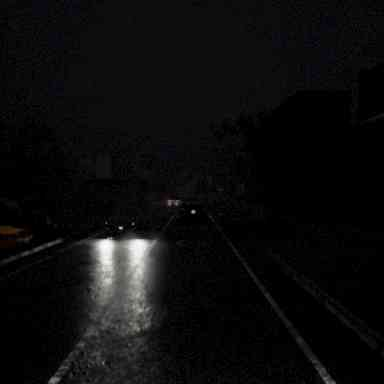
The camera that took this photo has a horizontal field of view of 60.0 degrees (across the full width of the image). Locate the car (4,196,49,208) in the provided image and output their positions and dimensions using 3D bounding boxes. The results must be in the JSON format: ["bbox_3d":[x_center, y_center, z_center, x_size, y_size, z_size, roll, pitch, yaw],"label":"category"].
[{"bbox_3d":[-22.139,1.290,44.753,5.008,1.535,2.097,0,0,0],"label":"car"}]

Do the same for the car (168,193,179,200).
[{"bbox_3d":[-3.318,0.872,60.565,2.033,1.411,5.357,0,-5,1],"label":"car"}]

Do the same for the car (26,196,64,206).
[{"bbox_3d":[-22.173,1.295,50.303,4.792,1.488,2.163,0,0,0],"label":"car"}]

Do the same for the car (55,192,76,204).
[{"bbox_3d":[-21.963,1.250,53.077,5.366,1.575,1.946,0,0,0],"label":"car"}]

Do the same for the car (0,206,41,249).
[{"bbox_3d":[-8.804,1.448,12.314,5.366,1.575,1.946,0,0,0],"label":"car"}]

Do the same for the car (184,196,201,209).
[{"bbox_3d":[0.074,1.315,42.012,2.033,1.411,5.357,0,1,0],"label":"car"}]

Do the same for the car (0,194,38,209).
[{"bbox_3d":[-22.159,1.178,41.977,4.553,1.767,2.185,0,0,0],"label":"car"}]

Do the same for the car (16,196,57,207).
[{"bbox_3d":[-22.132,1.279,47.528,4.892,1.521,2.231,0,0,0],"label":"car"}]

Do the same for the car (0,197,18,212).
[{"bbox_3d":[-22.111,1.330,36.426,5.008,1.535,2.097,0,0,0],"label":"car"}]

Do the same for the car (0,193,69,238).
[{"bbox_3d":[-8.966,1.185,15.116,5.566,2.045,2.435,0,0,0],"label":"car"}]

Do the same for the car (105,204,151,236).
[{"bbox_3d":[-3.360,1.440,18.118,1.837,1.490,4.892,0,0,0],"label":"car"}]

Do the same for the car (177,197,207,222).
[{"bbox_3d":[0.085,1.402,25.382,2.163,1.488,4.792,0,0,0],"label":"car"}]

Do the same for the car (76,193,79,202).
[{"bbox_3d":[-22.184,1.270,55.854,4.792,1.488,2.163,0,0,0],"label":"car"}]

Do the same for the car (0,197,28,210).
[{"bbox_3d":[-22.120,1.357,39.202,4.674,1.452,2.002,0,0,0],"label":"car"}]

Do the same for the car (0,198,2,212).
[{"bbox_3d":[-22.108,1.384,33.649,4.674,1.452,2.002,0,0,0],"label":"car"}]
